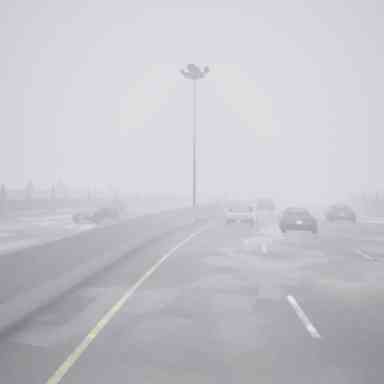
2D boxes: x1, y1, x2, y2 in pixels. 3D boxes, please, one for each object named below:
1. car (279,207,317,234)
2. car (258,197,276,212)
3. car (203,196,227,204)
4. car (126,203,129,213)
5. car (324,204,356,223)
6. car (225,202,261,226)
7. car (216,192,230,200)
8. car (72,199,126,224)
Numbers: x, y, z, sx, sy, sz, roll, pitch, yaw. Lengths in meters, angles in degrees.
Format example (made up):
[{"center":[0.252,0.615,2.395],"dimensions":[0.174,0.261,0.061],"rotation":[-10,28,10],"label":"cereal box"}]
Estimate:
[{"center":[6.256,1.603,19.910],"dimensions":[1.994,1.385,4.181],"rotation":[0,0,13],"label":"car"},{"center":[9.053,1.417,40.564],"dimensions":[2.097,1.767,4.553],"rotation":[0,0,19],"label":"car"},{"center":[2.818,1.608,44.466],"dimensions":[1.994,1.385,4.181],"rotation":[0,0,19],"label":"car"},{"center":[-8.202,1.495,33.818],"dimensions":[1.837,1.490,4.892],"rotation":[0,0,18],"label":"car"},{"center":[11.811,1.630,26.687],"dimensions":[1.994,1.385,4.181],"rotation":[0,0,18],"label":"car"},{"center":[3.648,1.632,23.924],"dimensions":[1.895,1.301,4.718],"rotation":[0,0,15],"label":"car"},{"center":[5.928,0.909,64.259],"dimensions":[2.150,2.045,5.566],"rotation":[0,0,19],"label":"car"},{"center":[-7.079,1.514,25.080],"dimensions":[1.812,1.442,4.674],"rotation":[0,0,15],"label":"car"}]
